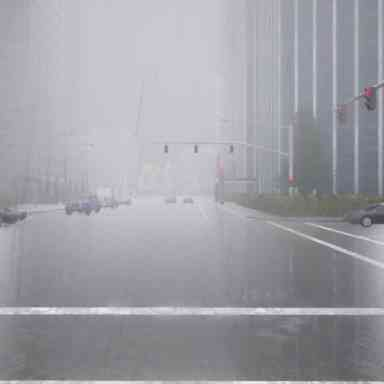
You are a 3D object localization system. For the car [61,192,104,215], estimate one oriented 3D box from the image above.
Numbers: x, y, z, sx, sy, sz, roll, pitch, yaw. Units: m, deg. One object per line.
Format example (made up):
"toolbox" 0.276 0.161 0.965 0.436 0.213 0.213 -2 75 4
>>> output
"car" -11.101 1.221 34.272 2.150 2.045 5.566 0 0 0

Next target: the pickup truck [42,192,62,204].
"pickup truck" -24.342 1.059 60.073 2.390 2.098 6.274 0 0 30

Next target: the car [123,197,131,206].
"car" -11.253 1.526 55.322 1.812 1.442 4.674 0 0 0

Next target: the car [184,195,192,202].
"car" -0.854 1.387 75.632 1.882 1.535 5.008 0 0 0

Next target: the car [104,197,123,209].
"car" -11.176 1.491 44.677 2.128 1.511 4.902 0 0 0

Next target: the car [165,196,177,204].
"car" -4.161 1.601 64.908 1.895 1.301 4.718 0 0 0

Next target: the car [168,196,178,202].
"car" -4.350 1.540 75.301 2.033 1.411 5.357 0 0 0

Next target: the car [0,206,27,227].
"car" -13.715 1.601 22.065 4.718 1.301 1.895 0 0 0

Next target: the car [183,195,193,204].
"car" -0.766 1.526 65.381 1.812 1.442 4.674 0 0 0

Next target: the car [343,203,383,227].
"car" 12.626 1.505 22.122 4.892 1.490 1.837 0 0 0
